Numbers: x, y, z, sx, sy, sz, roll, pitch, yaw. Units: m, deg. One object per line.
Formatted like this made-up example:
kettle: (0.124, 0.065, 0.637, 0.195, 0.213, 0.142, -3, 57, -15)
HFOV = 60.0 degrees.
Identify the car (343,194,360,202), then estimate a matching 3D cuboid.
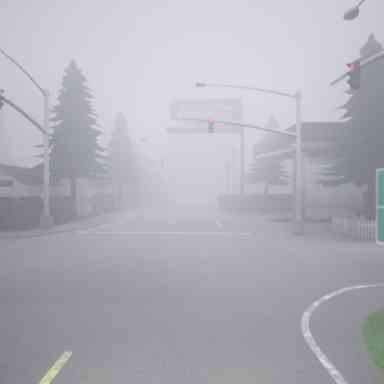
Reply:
car: (35.193, 1.492, 71.727, 2.007, 1.523, 4.514, 0, 0, 0)

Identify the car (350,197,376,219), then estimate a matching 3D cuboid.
car: (14.467, 1.505, 24.951, 3.866, 1.878, 1.905, 0, 0, 0)

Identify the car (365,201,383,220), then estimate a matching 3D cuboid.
car: (18.817, 1.673, 30.604, 4.611, 1.667, 2.242, 0, 0, 0)

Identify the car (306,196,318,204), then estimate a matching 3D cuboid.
car: (22.758, 1.555, 63.985, 1.970, 1.475, 3.806, 0, 0, 0)
